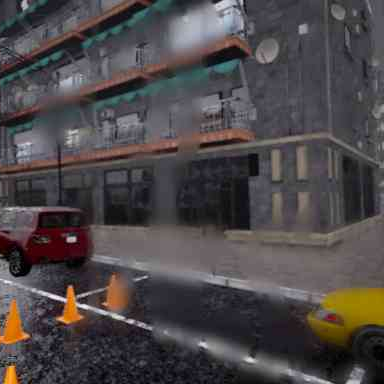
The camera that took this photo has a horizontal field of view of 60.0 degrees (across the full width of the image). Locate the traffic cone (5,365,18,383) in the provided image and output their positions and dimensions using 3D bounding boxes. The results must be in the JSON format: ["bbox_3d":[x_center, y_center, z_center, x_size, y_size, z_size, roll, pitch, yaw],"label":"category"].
[{"bbox_3d":[-1.737,1.971,3.196,0.340,0.580,0.340,0,0,36],"label":"traffic cone"}]

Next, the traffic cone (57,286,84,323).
[{"bbox_3d":[-2.189,1.985,5.988,0.340,0.580,0.340,0,0,36],"label":"traffic cone"}]

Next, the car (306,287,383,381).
[{"bbox_3d":[3.873,1.555,3.783,4.829,1.417,1.752,0,-2,36],"label":"car"}]

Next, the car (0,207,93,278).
[{"bbox_3d":[-5.170,1.364,10.323,5.009,1.841,2.192,0,-2,36],"label":"car"}]

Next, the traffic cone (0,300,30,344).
[{"bbox_3d":[-2.774,1.980,5.178,0.340,0.580,0.340,0,0,36],"label":"traffic cone"}]

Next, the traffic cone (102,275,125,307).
[{"bbox_3d":[-1.604,1.991,6.798,0.340,0.580,0.340,0,0,36],"label":"traffic cone"}]
